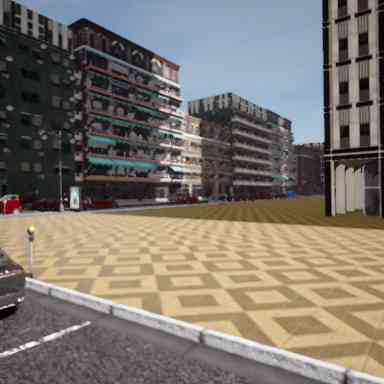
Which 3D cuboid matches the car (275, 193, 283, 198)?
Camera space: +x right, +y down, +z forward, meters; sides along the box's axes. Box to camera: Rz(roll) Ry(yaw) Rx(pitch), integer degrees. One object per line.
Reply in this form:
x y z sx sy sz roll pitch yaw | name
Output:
18.888 0.933 77.614 2.008 1.369 4.403 -1 0 36 | car

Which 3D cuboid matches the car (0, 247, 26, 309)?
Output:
-5.019 1.552 6.627 4.403 1.369 2.008 0 -1 36 | car

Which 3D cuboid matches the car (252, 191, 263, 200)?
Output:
12.404 1.042 68.661 1.802 1.307 4.206 -1 0 36 | car

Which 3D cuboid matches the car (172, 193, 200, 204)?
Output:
-0.567 1.058 50.755 1.967 1.590 4.097 -1 0 36 | car

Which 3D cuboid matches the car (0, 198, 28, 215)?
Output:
-16.778 1.410 28.372 1.802 1.307 4.206 -1 0 36 | car

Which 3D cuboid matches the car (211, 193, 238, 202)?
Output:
5.919 1.089 59.708 2.008 1.369 4.403 -1 0 36 | car

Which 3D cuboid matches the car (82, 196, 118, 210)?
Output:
-10.294 1.183 37.325 1.967 1.590 4.097 -1 0 36 | car

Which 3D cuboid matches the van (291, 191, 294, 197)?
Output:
25.371 0.649 86.568 1.690 1.788 3.998 -1 0 36 | van

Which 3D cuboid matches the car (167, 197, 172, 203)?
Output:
-2.270 1.017 58.171 2.097 1.767 4.553 -1 0 36 | car

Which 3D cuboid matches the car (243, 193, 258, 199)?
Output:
15.345 1.035 87.008 1.947 1.339 4.313 -1 0 36 | car

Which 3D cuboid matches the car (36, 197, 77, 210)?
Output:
-17.079 1.411 42.243 1.887 1.381 4.507 -1 0 36 | car

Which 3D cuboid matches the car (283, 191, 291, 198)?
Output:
22.131 0.927 82.091 1.802 1.307 4.206 -1 0 36 | car

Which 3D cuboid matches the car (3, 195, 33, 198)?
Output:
-20.324 1.224 37.765 2.192 1.841 5.009 -1 0 36 | car

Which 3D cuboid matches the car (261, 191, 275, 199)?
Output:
15.643 0.736 73.138 2.192 1.841 5.009 -1 0 36 | car

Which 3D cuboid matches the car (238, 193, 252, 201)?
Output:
9.161 1.044 64.185 1.887 1.381 4.507 -1 0 36 | car

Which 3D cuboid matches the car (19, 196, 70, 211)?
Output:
-16.571 1.397 38.541 2.033 1.411 5.357 -1 0 36 | car
